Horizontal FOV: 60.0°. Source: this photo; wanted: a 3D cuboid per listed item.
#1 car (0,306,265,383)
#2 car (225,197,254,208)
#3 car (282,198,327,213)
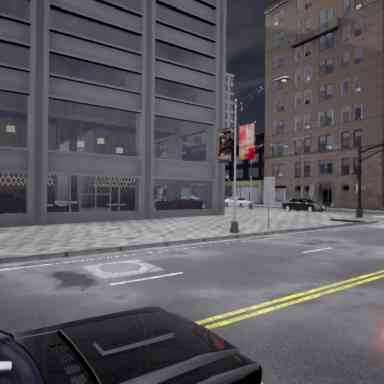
[{"bbox_3d":[-1.674,1.601,2.197,4.718,1.301,1.895,0,0,-35],"label":"car"},{"bbox_3d":[6.072,1.380,43.931,1.812,1.442,4.674,1,0,-35],"label":"car"},{"bbox_3d":[11.935,1.402,35.605,1.837,1.490,4.892,1,0,-35],"label":"car"}]
